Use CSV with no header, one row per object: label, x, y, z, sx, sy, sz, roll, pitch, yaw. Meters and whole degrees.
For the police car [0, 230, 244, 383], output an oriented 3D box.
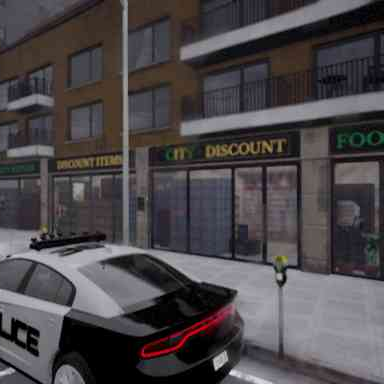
police car,-1.826,1.404,4.726,5.238,1.638,1.930,0,0,36
